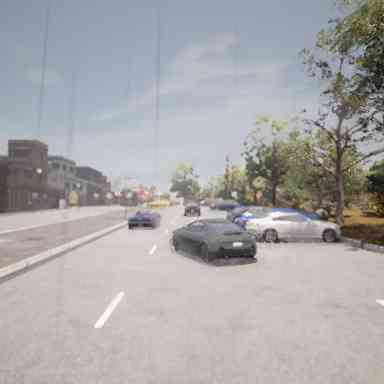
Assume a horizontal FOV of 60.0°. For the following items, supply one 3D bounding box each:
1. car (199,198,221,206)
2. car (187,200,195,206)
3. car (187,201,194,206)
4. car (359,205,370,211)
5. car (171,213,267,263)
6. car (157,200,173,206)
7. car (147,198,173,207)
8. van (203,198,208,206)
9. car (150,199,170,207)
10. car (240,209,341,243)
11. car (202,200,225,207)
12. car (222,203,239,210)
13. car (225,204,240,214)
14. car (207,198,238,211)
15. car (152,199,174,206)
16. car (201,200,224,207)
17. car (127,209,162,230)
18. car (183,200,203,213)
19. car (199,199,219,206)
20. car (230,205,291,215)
[{"bbox_3d":[4.722,2.713,86.082,5.566,2.045,2.435,0,-2,-1],"label":"car"},{"bbox_3d":[-0.326,2.883,84.065,1.882,1.535,5.008,0,-2,-1],"label":"car"},{"bbox_3d":[-0.447,3.350,94.499,1.895,1.301,4.718,0,-3,2],"label":"car"},{"bbox_3d":[23.945,1.821,42.479,4.902,1.511,2.128,-1,-3,0],"label":"car"},{"bbox_3d":[0.693,1.730,12.863,1.994,1.385,4.181,0,-1,-25],"label":"car"},{"bbox_3d":[-7.590,3.153,93.533,4.553,1.767,2.185,0,-2,-1],"label":"car"},{"bbox_3d":[-7.604,2.598,75.441,5.366,1.575,1.946,0,-2,-1],"label":"car"},{"bbox_3d":[4.737,2.362,74.914,4.442,1.987,1.878,0,-2,-1],"label":"van"},{"bbox_3d":[-7.415,2.563,78.363,4.553,1.767,2.185,0,-2,-1],"label":"car"},{"bbox_3d":[5.075,1.739,16.917,4.674,1.452,2.002,0,-1,0],"label":"car"},{"bbox_3d":[5.013,2.669,77.702,5.366,1.575,1.946,0,-2,-1],"label":"car"},{"bbox_3d":[5.069,1.863,26.614,4.674,1.452,2.002,0,-1,0],"label":"car"},{"bbox_3d":[5.068,1.782,23.339,4.892,1.521,2.231,0,-1,0],"label":"car"},{"bbox_3d":[5.091,2.010,50.950,4.553,1.767,2.185,0,-1,0],"label":"car"},{"bbox_3d":[-7.510,2.772,87.590,5.566,2.045,2.435,0,-2,-1],"label":"car"},{"bbox_3d":[4.989,2.755,80.362,5.366,1.575,1.946,0,-2,-1],"label":"car"},{"bbox_3d":[-3.318,1.907,23.752,1.895,1.301,4.718,0,-1,0],"label":"car"},{"bbox_3d":[0.057,1.954,38.884,1.812,1.442,4.674,-1,-1,0],"label":"car"},{"bbox_3d":[4.647,2.943,91.540,5.566,2.045,2.435,0,-2,-1],"label":"car"},{"bbox_3d":[5.081,1.739,20.066,5.008,1.535,2.097,0,-1,0],"label":"car"}]
